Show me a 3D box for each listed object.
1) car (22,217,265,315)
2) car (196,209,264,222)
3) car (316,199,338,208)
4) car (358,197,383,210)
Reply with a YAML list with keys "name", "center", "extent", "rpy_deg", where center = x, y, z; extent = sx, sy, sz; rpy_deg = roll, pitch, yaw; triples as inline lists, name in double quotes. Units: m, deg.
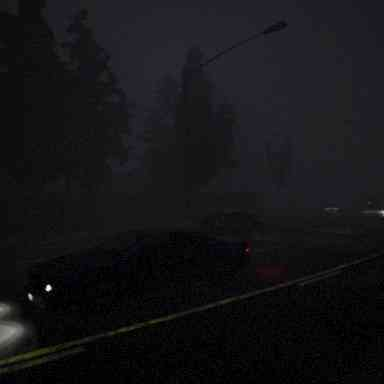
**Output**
- name: "car"
  center: [-0.907, 1.555, 7.835]
  extent: [5.357, 1.411, 2.033]
  rpy_deg: [0, 0, -38]
- name: "car"
  center: [1.161, 1.520, 14.152]
  extent: [4.892, 1.490, 1.837]
  rpy_deg: [0, 0, -42]
- name: "car"
  center: [21.038, 1.770, 52.137]
  extent: [2.033, 1.411, 5.357]
  rpy_deg: [-1, -1, 2]
- name: "car"
  center: [23.481, 1.437, 43.701]
  extent: [2.097, 1.767, 4.553]
  rpy_deg: [-1, 0, 10]
